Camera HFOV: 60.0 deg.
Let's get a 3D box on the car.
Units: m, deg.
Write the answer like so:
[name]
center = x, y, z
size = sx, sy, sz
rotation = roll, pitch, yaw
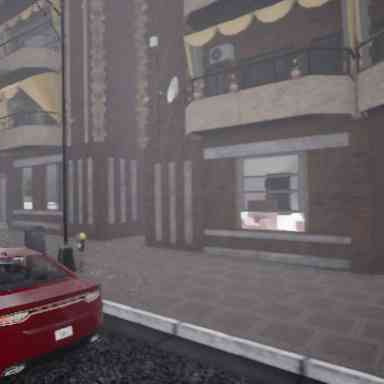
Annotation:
[car]
center = -3.344, 1.554, 5.279
size = 4.507, 1.381, 1.887
rotation = 0, -1, 36
